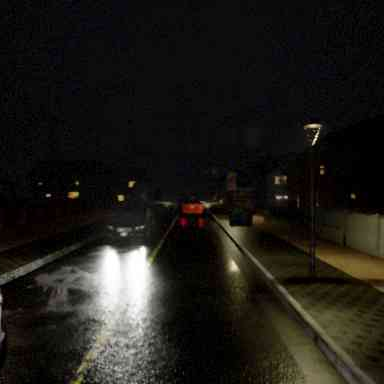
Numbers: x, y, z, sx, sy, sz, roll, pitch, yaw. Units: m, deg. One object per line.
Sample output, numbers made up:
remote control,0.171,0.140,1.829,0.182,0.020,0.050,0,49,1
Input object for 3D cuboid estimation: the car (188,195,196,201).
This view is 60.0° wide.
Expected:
car,-0.019,1.753,95.399,2.128,1.511,4.902,0,0,0

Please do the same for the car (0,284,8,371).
car,-2.841,1.219,0.929,2.150,2.045,5.566,0,0,0

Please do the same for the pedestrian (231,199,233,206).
pedestrian,3.005,1.173,24.329,0.375,1.860,0.375,-1,1,0

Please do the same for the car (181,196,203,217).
car,0.022,1.409,32.411,2.097,1.767,4.553,0,0,0

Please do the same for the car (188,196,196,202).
car,-0.017,1.736,82.063,2.033,1.411,5.357,0,0,0

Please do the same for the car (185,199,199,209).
car,0.032,1.714,47.513,1.895,1.301,4.718,0,0,0

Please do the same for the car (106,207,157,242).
car,-2.846,1.504,16.430,2.128,1.511,4.902,0,0,0

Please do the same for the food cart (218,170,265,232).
food cart,3.030,0.490,21.486,2.280,3.560,4.660,1,1,0
